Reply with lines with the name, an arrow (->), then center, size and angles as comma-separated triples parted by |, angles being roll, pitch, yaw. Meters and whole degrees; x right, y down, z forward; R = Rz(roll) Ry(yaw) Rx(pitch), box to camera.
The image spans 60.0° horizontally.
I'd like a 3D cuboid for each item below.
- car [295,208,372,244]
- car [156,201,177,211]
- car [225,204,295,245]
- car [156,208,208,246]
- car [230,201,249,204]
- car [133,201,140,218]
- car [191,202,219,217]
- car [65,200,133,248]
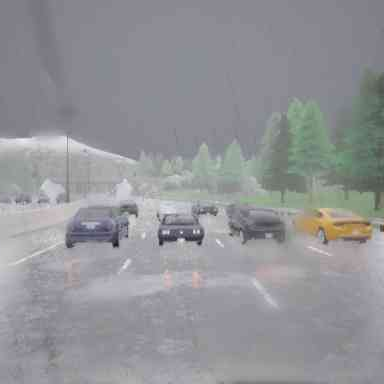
car -> 6.390, 1.482, 15.823 | 1.882, 1.535, 5.008 | 0, 0, -4
car -> -2.358, 1.530, 30.851 | 1.812, 1.442, 4.674 | 0, 0, -9
car -> 2.900, 1.514, 15.559 | 1.837, 1.490, 4.892 | 0, 0, -4
car -> -0.593, 1.613, 15.325 | 1.895, 1.301, 4.718 | 0, 0, -4
car -> 4.563, 1.570, 31.903 | 1.994, 1.385, 4.181 | 0, 0, -9
car -> -5.818, 1.514, 30.325 | 1.837, 1.490, 4.892 | 0, 0, -9
car -> 1.098, 1.614, 31.407 | 1.895, 1.301, 4.718 | 0, 0, -9
car -> -4.078, 1.363, 15.001 | 2.097, 1.767, 4.553 | 0, 0, -4
